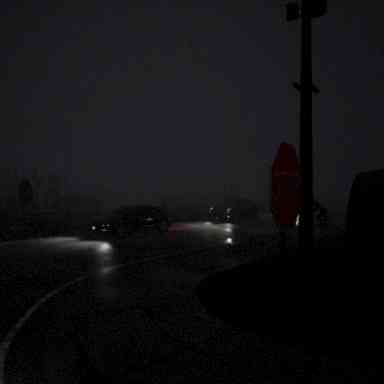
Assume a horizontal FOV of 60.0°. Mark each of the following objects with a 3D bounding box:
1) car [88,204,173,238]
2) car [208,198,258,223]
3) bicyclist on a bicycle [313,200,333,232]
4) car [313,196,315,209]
[{"bbox_3d":[-3.065,1.432,17.358,1.837,1.490,4.892,0,0,38],"label":"car"},{"bbox_3d":[3.172,1.280,25.240,2.097,1.767,4.553,0,0,38],"label":"car"},{"bbox_3d":[6.578,1.251,17.485,1.656,1.620,0.582,0,0,38],"label":"bicyclist on a bicycle"},{"bbox_3d":[11.519,1.152,35.768,2.150,2.045,5.566,0,0,39],"label":"car"}]
